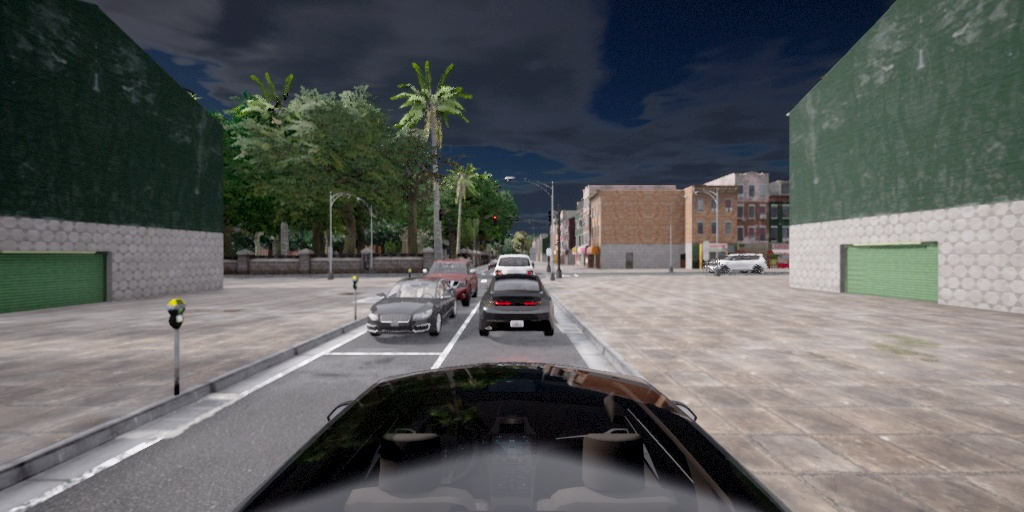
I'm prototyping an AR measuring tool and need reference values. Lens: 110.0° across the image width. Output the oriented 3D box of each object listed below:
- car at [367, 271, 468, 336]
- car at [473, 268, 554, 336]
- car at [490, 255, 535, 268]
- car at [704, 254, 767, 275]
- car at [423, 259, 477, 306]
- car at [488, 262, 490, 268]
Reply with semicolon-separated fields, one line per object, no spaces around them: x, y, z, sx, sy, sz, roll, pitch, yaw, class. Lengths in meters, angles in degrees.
-2.628;1.294;10.210;2.007;1.370;4.403;0;0;0;car
0.109;1.248;10.335;1.837;1.490;4.892;0;0;0;car
0.122;0.965;20.429;2.150;2.045;5.566;0;0;0;car
22.406;0.813;36.024;5.566;2.045;2.150;0;0;0;car
-2.621;1.057;15.673;2.192;1.841;5.009;0;0;0;car
-2.574;1.250;53.820;1.967;1.591;4.097;0;0;0;car
